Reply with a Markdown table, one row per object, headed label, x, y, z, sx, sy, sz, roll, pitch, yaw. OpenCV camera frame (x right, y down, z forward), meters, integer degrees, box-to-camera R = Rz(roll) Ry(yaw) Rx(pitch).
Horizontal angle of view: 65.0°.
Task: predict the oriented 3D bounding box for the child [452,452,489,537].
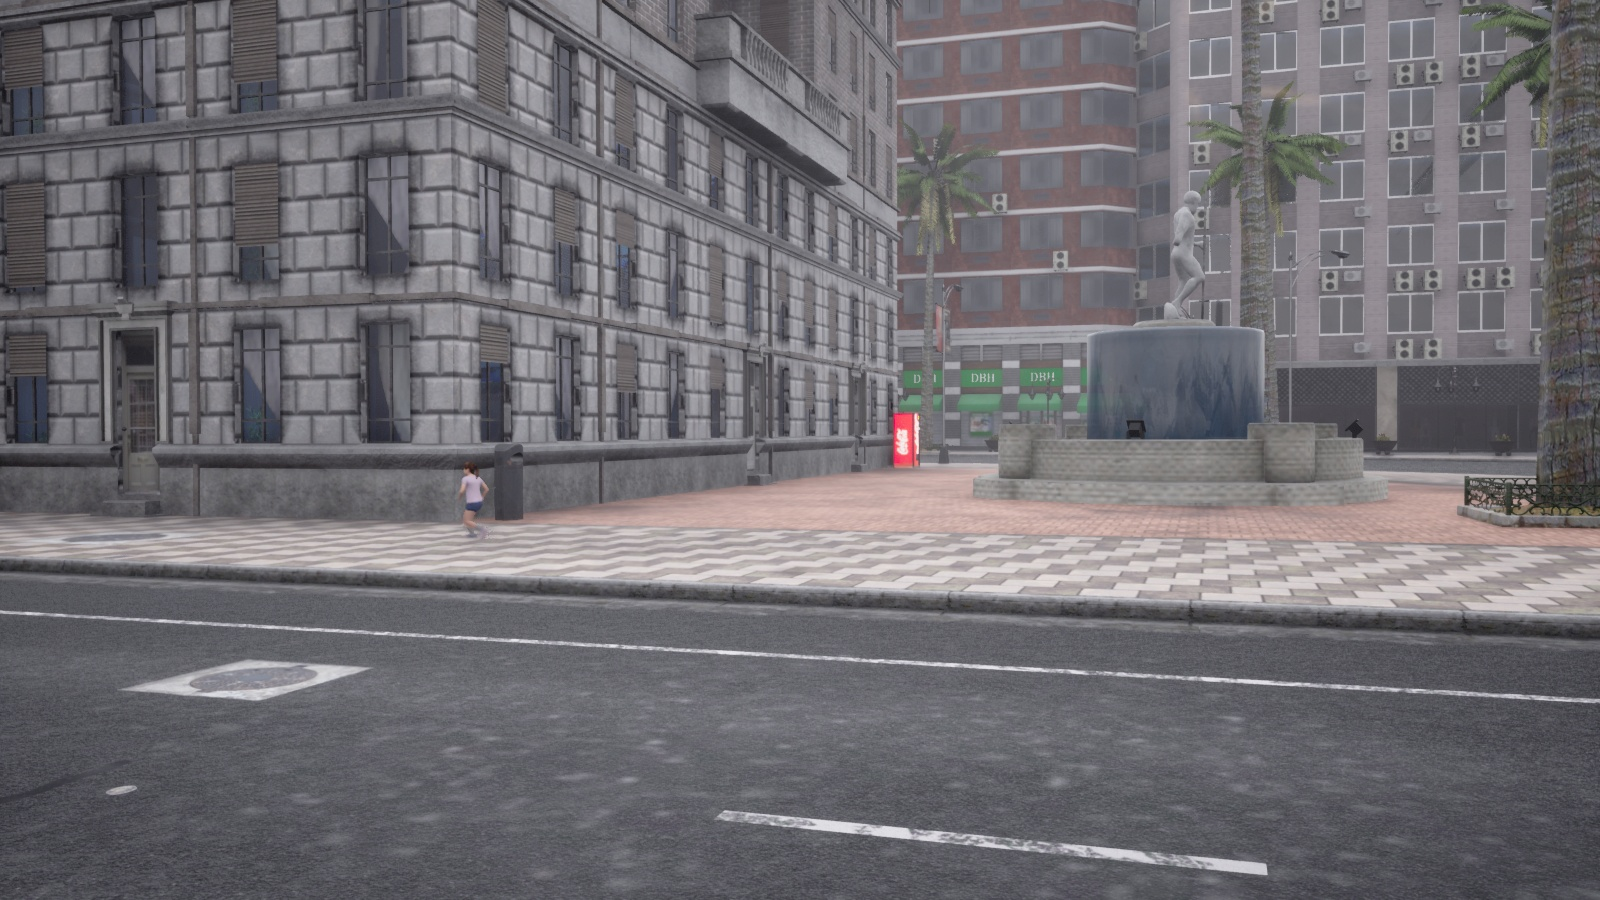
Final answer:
| label | x | y | z | sx | sy | sz | roll | pitch | yaw |
| --- | --- | --- | --- | --- | --- | --- | --- | --- | --- |
| child | -4.342 | 0.582 | 16.561 | 0.394 | 1.110 | 0.255 | 1 | 1 | 21 |
